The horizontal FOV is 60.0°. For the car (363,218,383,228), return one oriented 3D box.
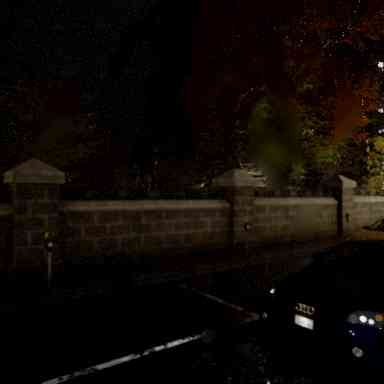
[{"bbox_3d":[7.196,1.480,11.681,4.829,1.417,1.752,0,1,-35],"label":"car"}]

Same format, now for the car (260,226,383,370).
[{"bbox_3d":[3.119,1.544,5.601,4.181,1.385,1.994,0,0,-35],"label":"car"}]
